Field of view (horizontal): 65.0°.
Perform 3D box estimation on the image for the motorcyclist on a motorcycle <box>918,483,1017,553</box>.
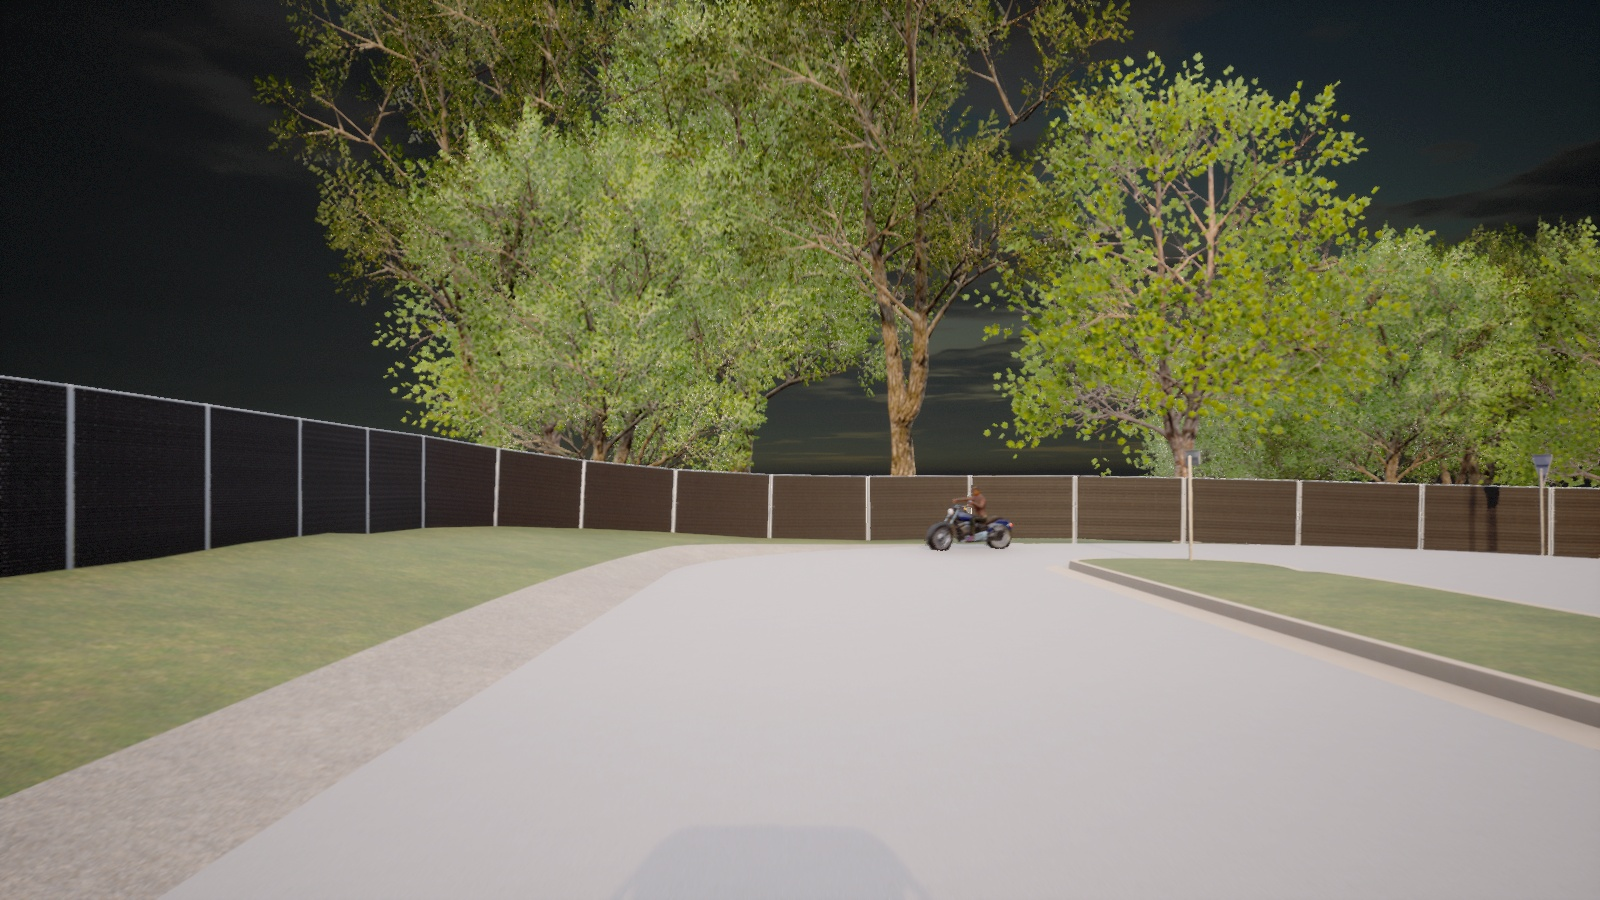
[{"bbox_3d":[4.154,1.661,31.163,2.350,1.649,0.766,0,0,-20],"label":"motorcyclist on a motorcycle"}]
